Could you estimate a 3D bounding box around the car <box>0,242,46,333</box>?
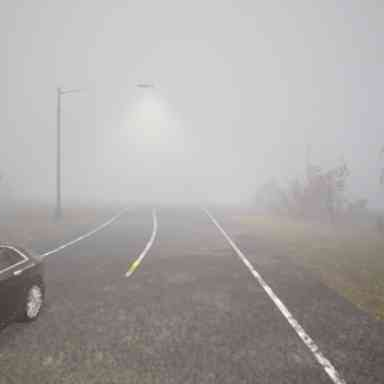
[{"bbox_3d":[-3.632,1.506,4.382,1.837,1.490,4.892,0,0,0],"label":"car"}]
